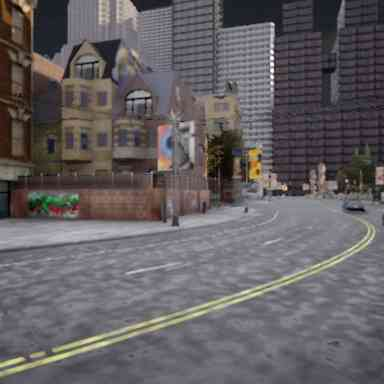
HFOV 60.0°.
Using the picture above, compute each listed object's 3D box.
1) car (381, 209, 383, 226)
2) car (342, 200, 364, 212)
[{"bbox_3d":[13.100,1.533,20.857,1.882,1.535,5.008,0,0,27],"label":"car"},{"bbox_3d":[19.968,1.678,41.304,1.994,1.385,4.181,0,0,16],"label":"car"}]
